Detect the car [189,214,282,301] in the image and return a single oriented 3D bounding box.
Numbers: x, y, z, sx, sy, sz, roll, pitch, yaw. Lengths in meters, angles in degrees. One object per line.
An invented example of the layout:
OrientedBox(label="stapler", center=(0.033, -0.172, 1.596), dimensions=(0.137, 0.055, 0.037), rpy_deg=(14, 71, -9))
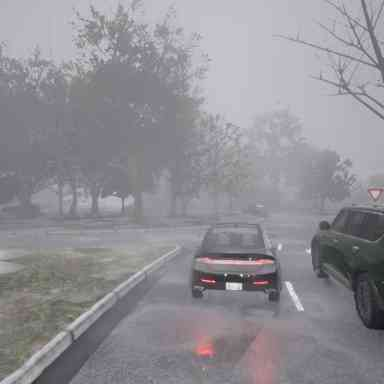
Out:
OrientedBox(label="car", center=(1.118, 1.531, 8.469), dimensions=(2.128, 1.511, 4.902), rpy_deg=(0, -1, 8))

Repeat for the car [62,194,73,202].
OrientedBox(label="car", center=(-32.660, 1.889, 85.412), dimensions=(1.946, 1.575, 5.366), rpy_deg=(0, 2, -12))

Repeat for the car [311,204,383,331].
OrientedBox(label="car", center=(4.109, 1.245, 6.914), dimensions=(2.150, 2.045, 5.566), rpy_deg=(0, 0, 7))

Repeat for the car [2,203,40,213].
OrientedBox(label="car", center=(-25.020, 2.368, 48.805), dimensions=(1.882, 1.535, 5.008), rpy_deg=(-2, -2, 37))

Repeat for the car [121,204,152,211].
OrientedBox(label="car", center=(-9.915, 2.711, 59.532), dimensions=(5.357, 1.411, 2.033), rpy_deg=(0, -1, 0))

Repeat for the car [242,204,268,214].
OrientedBox(label="car", center=(8.262, 2.310, 43.793), dimensions=(1.812, 1.442, 4.674), rpy_deg=(1, -2, -18))
